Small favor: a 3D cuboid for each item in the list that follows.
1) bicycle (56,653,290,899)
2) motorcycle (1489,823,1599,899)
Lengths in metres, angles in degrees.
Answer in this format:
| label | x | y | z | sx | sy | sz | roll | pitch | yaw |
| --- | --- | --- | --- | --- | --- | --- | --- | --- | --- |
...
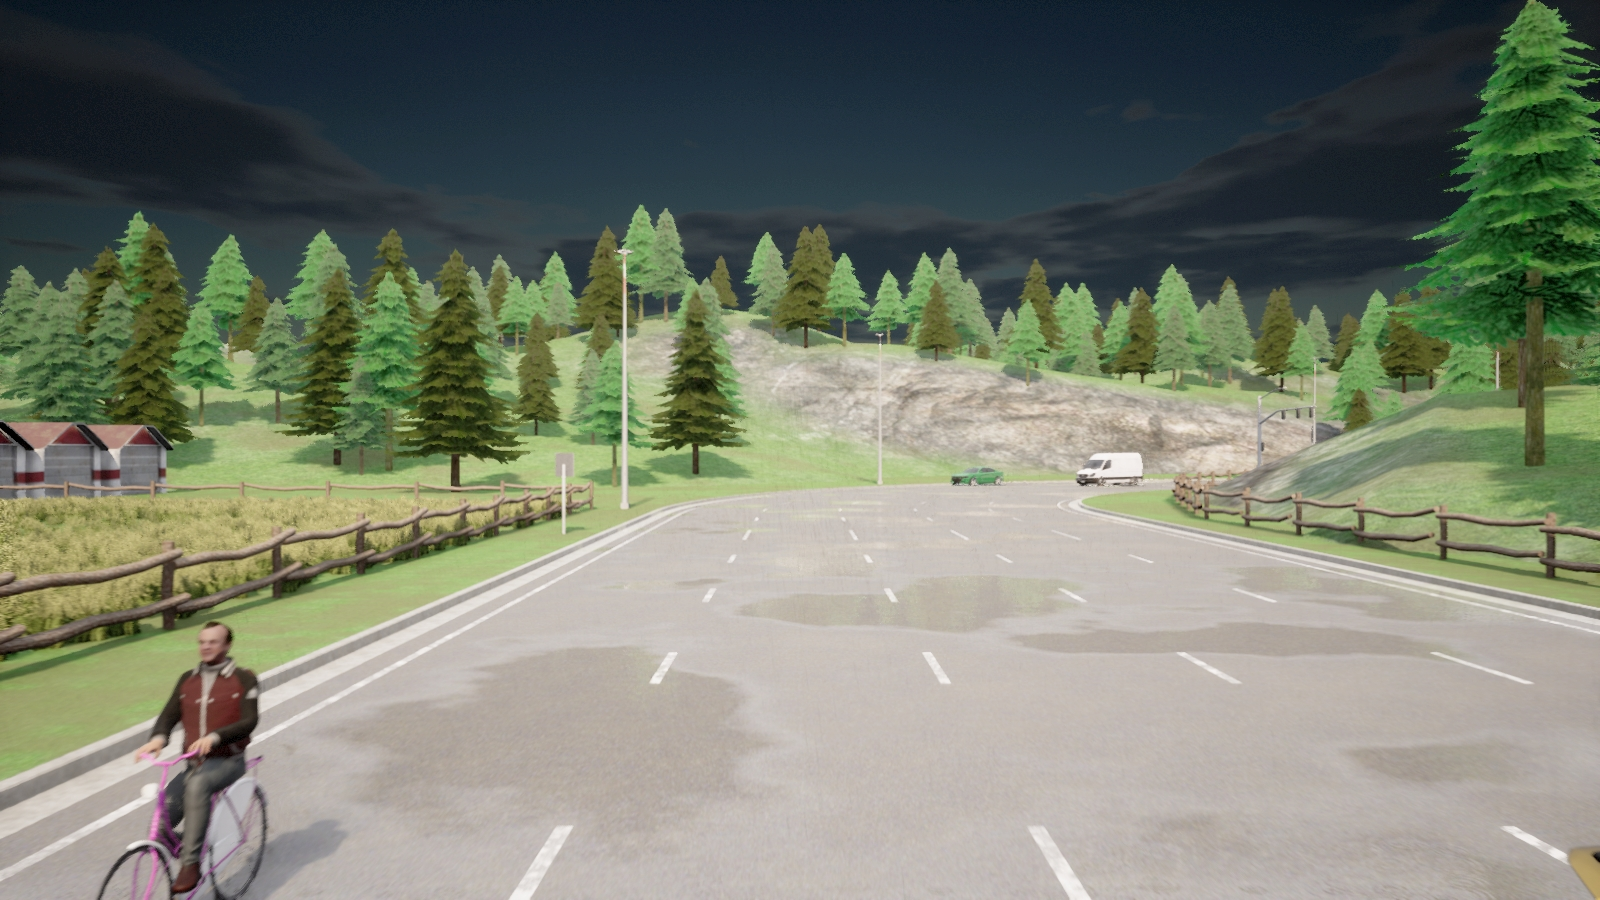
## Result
| label | x | y | z | sx | sy | sz | roll | pitch | yaw |
| --- | --- | --- | --- | --- | --- | --- | --- | --- | --- |
| bicycle | -3.490 | 2.059 | 6.531 | 0.329 | 1.471 | 1.835 | 0 | 0 | 0 |
| motorcycle | 3.411 | 2.204 | 3.704 | 0.867 | 1.251 | 2.209 | -2 | 0 | -4 |
